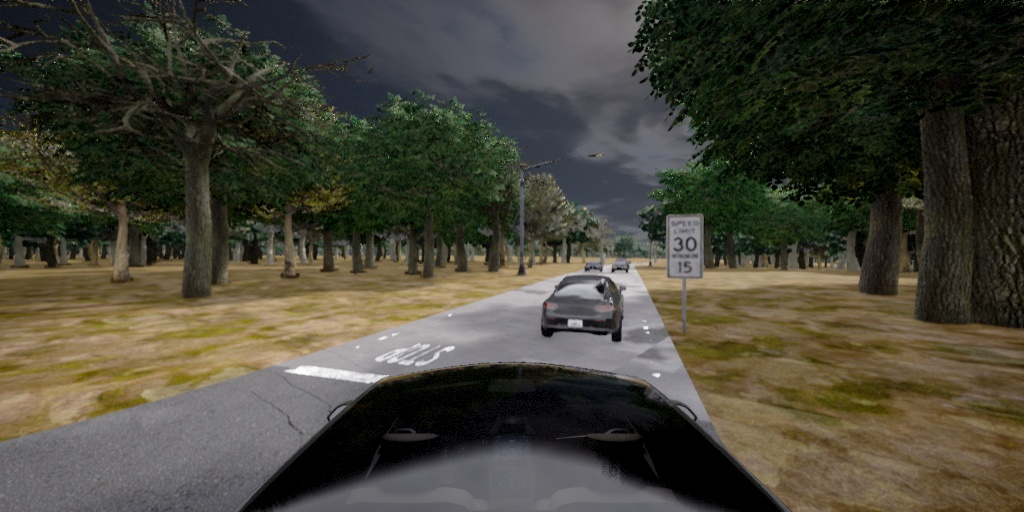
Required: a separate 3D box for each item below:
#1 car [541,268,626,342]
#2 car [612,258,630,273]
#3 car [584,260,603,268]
[{"bbox_3d":[2.029,1.224,9.655,1.812,1.442,4.674,0,0,18],"label":"car"},{"bbox_3d":[12.610,1.192,41.818,2.033,1.411,5.357,0,0,18],"label":"car"},{"bbox_3d":[10.109,1.215,44.056,1.994,1.385,4.181,0,0,18],"label":"car"}]
